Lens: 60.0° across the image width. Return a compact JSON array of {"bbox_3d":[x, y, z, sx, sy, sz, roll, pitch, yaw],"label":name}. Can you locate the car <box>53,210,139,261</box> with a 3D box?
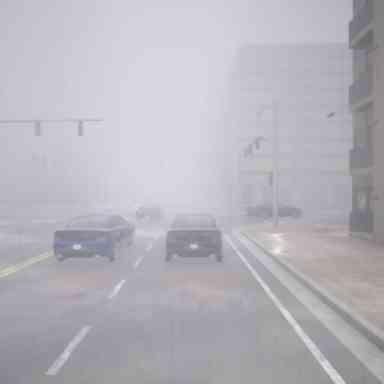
[{"bbox_3d":[-3.427,1.502,12.444,1.882,1.535,5.008,0,0,0],"label":"car"}]

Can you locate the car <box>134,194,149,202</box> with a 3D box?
[{"bbox_3d":[-10.518,1.643,67.352,2.128,1.511,4.902,0,0,0],"label":"car"}]

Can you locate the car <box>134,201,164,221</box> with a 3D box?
[{"bbox_3d":[-3.424,1.654,27.928,1.895,1.301,4.718,0,0,0],"label":"car"}]

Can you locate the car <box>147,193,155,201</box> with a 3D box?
[{"bbox_3d":[-10.520,1.382,83.494,2.150,2.045,5.566,0,0,0],"label":"car"}]

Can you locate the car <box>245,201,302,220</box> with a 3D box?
[{"bbox_3d":[6.921,1.532,28.165,5.008,1.535,1.882,0,-2,-19],"label":"car"}]

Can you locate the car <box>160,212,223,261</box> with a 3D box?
[{"bbox_3d":[0.073,1.502,12.471,1.882,1.535,5.008,0,0,0],"label":"car"}]
